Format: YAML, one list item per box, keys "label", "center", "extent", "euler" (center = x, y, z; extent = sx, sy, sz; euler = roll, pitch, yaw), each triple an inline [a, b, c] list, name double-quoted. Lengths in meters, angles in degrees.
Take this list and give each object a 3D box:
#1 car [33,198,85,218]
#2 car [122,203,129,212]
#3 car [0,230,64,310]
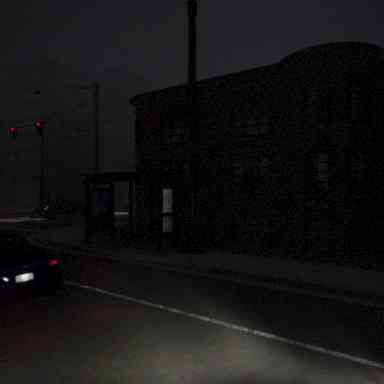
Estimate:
- label: "car"
  center: [-11.995, 1.352, 30.298]
  extent: [2.097, 1.767, 4.553]
  euler: [0, 0, 36]
- label: "car"
  center: [-6.044, 1.526, 38.613]
  extent: [1.812, 1.442, 4.674]
  euler: [0, 0, 36]
- label: "car"
  center: [-4.745, 1.564, 7.390]
  extent: [4.181, 1.385, 1.994]
  euler: [0, 0, 36]
